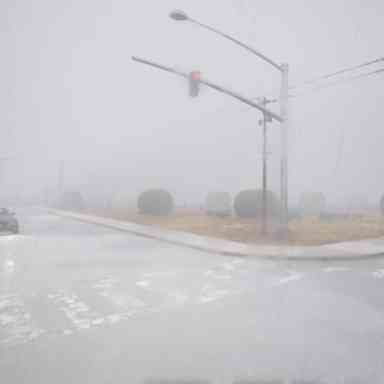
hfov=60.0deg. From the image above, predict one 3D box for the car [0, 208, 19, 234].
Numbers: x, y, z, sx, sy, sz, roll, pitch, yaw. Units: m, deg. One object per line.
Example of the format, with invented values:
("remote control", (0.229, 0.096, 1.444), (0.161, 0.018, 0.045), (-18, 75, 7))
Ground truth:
("car", (-11.056, 1.594, 18.761), (1.994, 1.385, 4.181), (1, 0, -35))
